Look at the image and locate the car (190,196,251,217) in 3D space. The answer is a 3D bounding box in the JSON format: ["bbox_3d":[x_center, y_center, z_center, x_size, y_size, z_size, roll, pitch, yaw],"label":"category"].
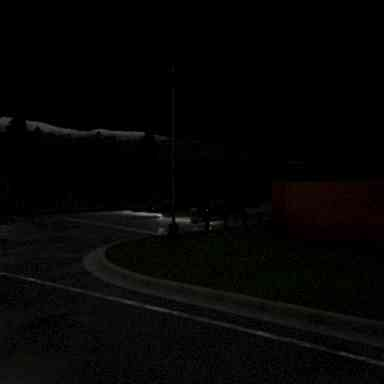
[{"bbox_3d":[2.513,1.298,28.211,5.008,1.535,1.882,0,1,-44],"label":"car"}]

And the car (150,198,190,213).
[{"bbox_3d":[-2.035,1.305,33.542,4.674,1.442,1.812,0,1,-44],"label":"car"}]

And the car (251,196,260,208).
[{"bbox_3d":[6.790,1.265,41.979,4.674,1.442,1.812,-1,1,-44],"label":"car"}]
